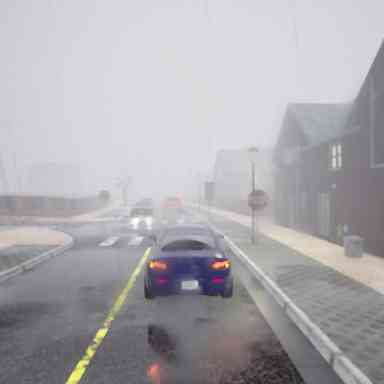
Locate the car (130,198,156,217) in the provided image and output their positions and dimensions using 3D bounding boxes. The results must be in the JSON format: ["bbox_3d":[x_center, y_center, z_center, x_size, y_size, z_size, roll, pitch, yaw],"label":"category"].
[{"bbox_3d":[-4.455,1.544,30.601,1.994,1.385,4.181,0,0,-3],"label":"car"}]

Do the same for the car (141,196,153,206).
[{"bbox_3d":[-7.479,1.484,54.994,1.812,1.442,4.674,0,0,-8],"label":"car"}]

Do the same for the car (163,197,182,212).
[{"bbox_3d":[-2.348,1.330,39.231,2.097,1.767,4.553,0,0,-7],"label":"car"}]

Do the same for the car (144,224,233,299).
[{"bbox_3d":[-0.125,1.521,8.322,1.812,1.442,4.674,0,0,-2],"label":"car"}]
